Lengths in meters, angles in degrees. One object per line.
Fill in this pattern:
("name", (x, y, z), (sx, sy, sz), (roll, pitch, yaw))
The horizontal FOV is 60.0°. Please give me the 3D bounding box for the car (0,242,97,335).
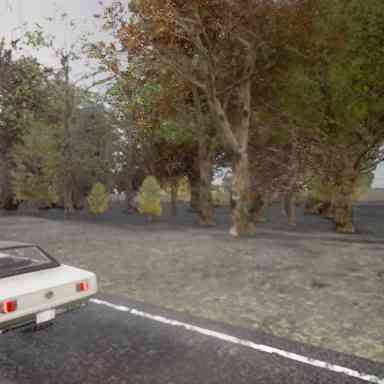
("car", (-4.068, 1.644, 6.427), (4.718, 1.301, 1.895), (0, 0, 35))
